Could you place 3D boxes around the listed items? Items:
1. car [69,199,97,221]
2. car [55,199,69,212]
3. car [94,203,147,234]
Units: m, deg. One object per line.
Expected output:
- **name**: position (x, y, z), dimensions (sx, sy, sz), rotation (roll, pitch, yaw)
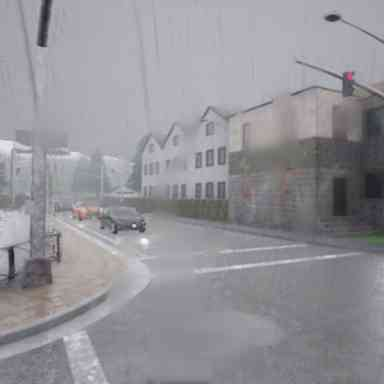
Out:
- **car**: position (-9.005, 1.537, 28.986), dimensions (2.097, 1.767, 4.553), rotation (1, -1, -28)
- **car**: position (-16.216, 1.661, 42.570), dimensions (2.097, 1.767, 4.553), rotation (1, -1, -28)
- **car**: position (-4.267, 1.609, 20.142), dimensions (1.837, 1.490, 4.892), rotation (1, -1, -28)
